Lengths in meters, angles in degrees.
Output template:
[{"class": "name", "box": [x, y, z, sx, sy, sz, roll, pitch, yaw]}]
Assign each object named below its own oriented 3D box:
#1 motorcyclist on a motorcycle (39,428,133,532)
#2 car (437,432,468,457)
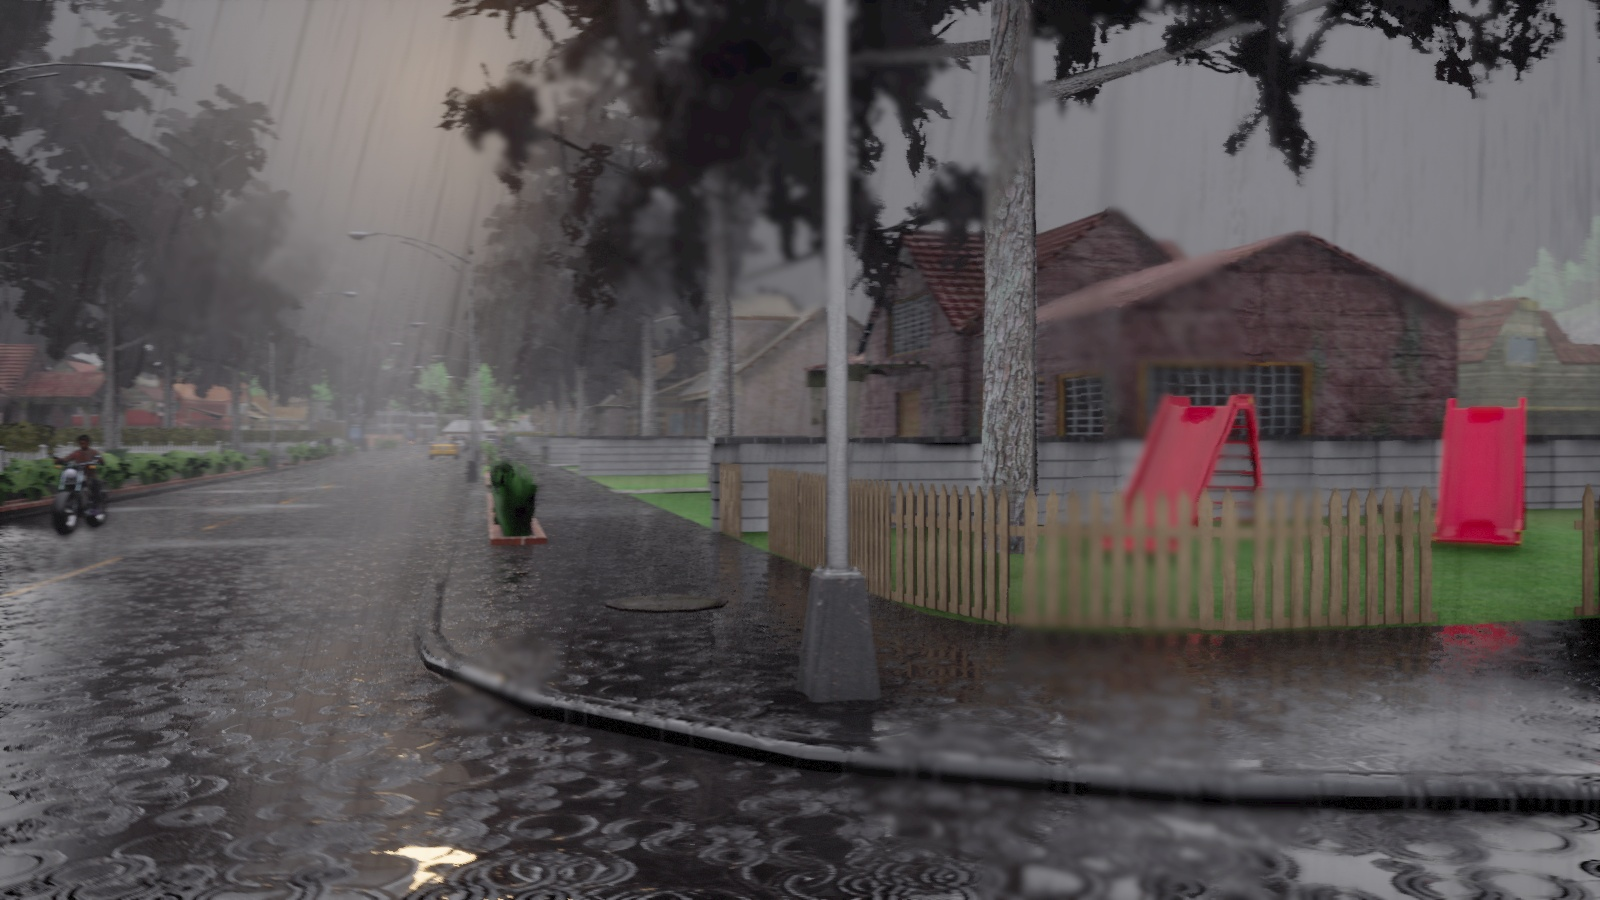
[{"class": "motorcyclist on a motorcycle", "box": [-11.948, 0.462, 21.098, 0.766, 1.649, 2.350, 0, 1, -14]}, {"class": "car", "box": [-22.938, -0.364, 83.036, 1.801, 1.575, 5.366, 0, 1, -14]}]
